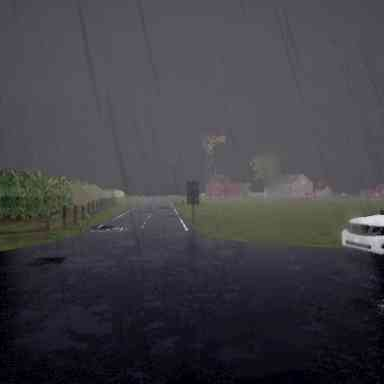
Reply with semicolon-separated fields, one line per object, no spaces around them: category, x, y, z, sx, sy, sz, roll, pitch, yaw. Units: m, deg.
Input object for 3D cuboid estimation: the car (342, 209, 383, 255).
car;7.927;1.170;11.149;5.566;2.045;2.150;0;0;-12
